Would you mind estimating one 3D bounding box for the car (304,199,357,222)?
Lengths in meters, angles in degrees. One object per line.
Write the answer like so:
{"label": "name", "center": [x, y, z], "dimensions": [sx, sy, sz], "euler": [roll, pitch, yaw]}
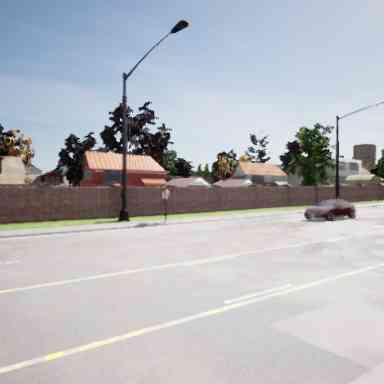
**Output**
{"label": "car", "center": [10.098, 1.266, 24.084], "dimensions": [4.674, 1.442, 1.812], "euler": [-1, 1, -35]}
